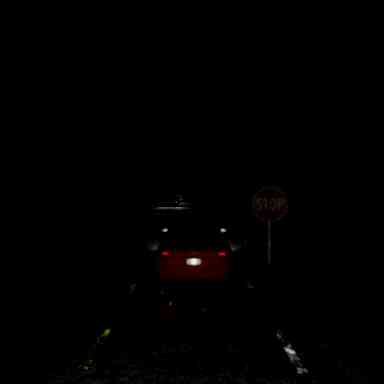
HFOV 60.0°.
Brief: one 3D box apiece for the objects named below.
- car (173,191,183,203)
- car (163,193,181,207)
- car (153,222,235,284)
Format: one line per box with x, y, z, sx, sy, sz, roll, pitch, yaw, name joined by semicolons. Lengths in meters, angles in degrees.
-2.790;0.893;62.576;2.150;2.045;5.566;0;0;0;car
-2.845;1.282;46.342;1.837;1.490;4.892;0;0;0;car
0.061;1.529;9.499;1.994;1.385;4.181;0;0;1;car
